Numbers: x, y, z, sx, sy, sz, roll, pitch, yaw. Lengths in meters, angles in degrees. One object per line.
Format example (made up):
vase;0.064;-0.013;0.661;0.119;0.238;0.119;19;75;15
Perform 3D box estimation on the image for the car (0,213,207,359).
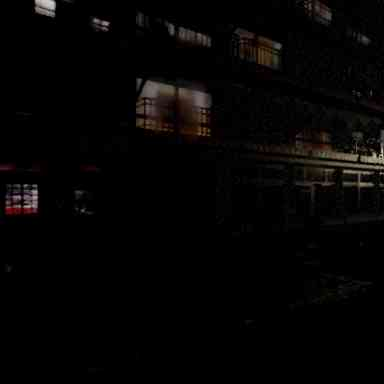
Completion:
car;-2.059;1.315;5.092;5.009;1.841;2.192;0;0;-36
